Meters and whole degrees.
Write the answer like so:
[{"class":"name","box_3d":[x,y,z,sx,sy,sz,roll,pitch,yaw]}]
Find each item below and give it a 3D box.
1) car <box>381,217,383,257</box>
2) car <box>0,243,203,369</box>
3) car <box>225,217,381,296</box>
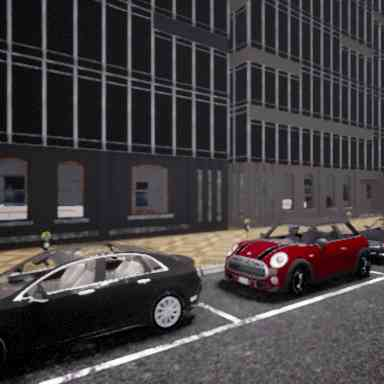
[{"class":"car","box_3d":[7.403,1.537,11.845,4.403,1.369,2.008,0,0,-36]},{"class":"car","box_3d":[-1.864,1.549,5.231,4.403,1.369,2.008,0,0,-36]},{"class":"car","box_3d":[2.770,1.433,8.538,4.097,1.590,1.967,0,0,-36]}]
